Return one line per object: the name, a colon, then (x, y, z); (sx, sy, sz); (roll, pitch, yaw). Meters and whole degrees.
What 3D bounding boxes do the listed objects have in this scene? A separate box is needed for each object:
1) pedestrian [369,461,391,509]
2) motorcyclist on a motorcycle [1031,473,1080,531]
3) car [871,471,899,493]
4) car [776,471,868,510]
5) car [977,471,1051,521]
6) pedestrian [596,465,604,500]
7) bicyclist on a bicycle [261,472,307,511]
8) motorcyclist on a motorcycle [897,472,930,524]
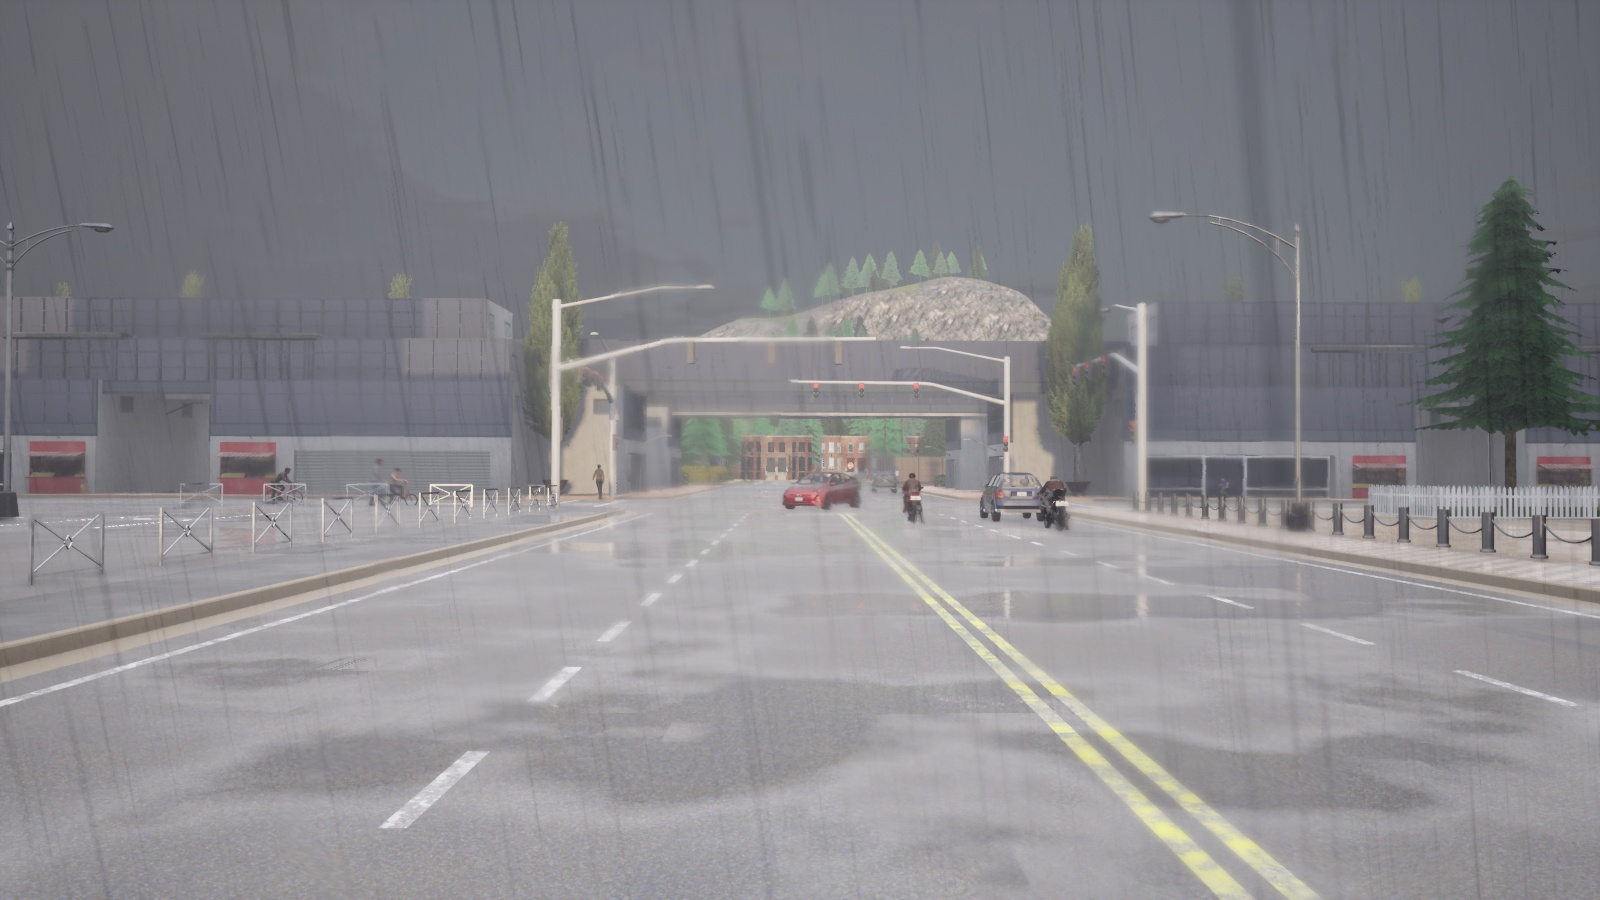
pedestrian: (-15.975, 1.338, 47.789); (0.706, 1.836, 0.354); (0, -1, -3)
motorcyclist on a motorcycle: (6.913, 1.394, 34.125); (0.866, 1.530, 2.191); (0, -1, 0)
car: (6.216, 2.314, 92.275); (1.789, 1.549, 3.705); (0, -1, 0)
car: (0.954, 1.613, 51.061); (2.007, 1.525, 4.514); (-1, -1, 27)
car: (6.895, 1.449, 40.792); (1.789, 1.549, 3.705); (0, -1, 0)
pedestrian: (-10.422, 1.690, 65.379); (0.328, 1.805, 0.869); (0, -1, -14)
bicyclist on a bicycle: (-21.627, 1.735, 52.620); (1.656, 1.620, 0.582); (0, -1, 1)
motorcyclist on a motorcycle: (3.393, 1.415, 37.733); (0.797, 1.523, 2.044); (0, -1, 0)
